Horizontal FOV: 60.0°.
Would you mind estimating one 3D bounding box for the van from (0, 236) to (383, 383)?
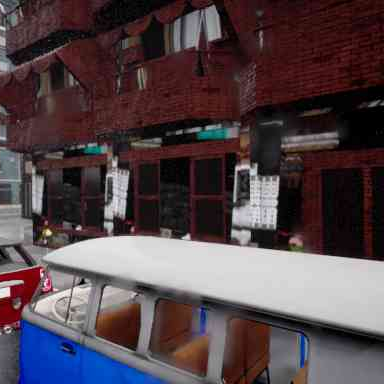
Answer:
[{"bbox_3d":[0.266,1.341,2.543,3.998,1.788,1.690,0,-1,35],"label":"van"}]
